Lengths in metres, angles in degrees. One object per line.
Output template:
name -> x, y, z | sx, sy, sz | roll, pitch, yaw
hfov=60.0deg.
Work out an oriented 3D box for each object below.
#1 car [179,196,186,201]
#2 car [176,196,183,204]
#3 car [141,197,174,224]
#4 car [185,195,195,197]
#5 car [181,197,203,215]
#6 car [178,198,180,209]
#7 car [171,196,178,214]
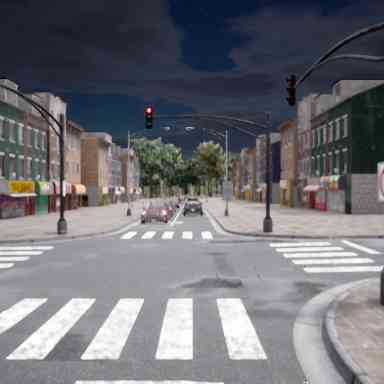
car -> -2.604, 1.673, 89.953 | 1.802, 1.307, 4.206 | -1, 0, 0
car -> -2.625, 1.567, 46.474 | 1.887, 1.381, 4.507 | -1, 0, 0
car -> -2.636, 1.443, 24.736 | 1.967, 1.590, 4.097 | -1, 0, 0
car -> 0.106, 1.519, 60.689 | 1.882, 1.535, 5.008 | 0, 0, 0
car -> 0.103, 1.535, 34.038 | 1.812, 1.442, 4.674 | 0, 0, 0
car -> -2.629, 1.577, 35.605 | 1.947, 1.339, 4.313 | -1, 0, 0
car -> -2.633, 1.446, 30.170 | 1.967, 1.590, 4.097 | -1, 0, 0
